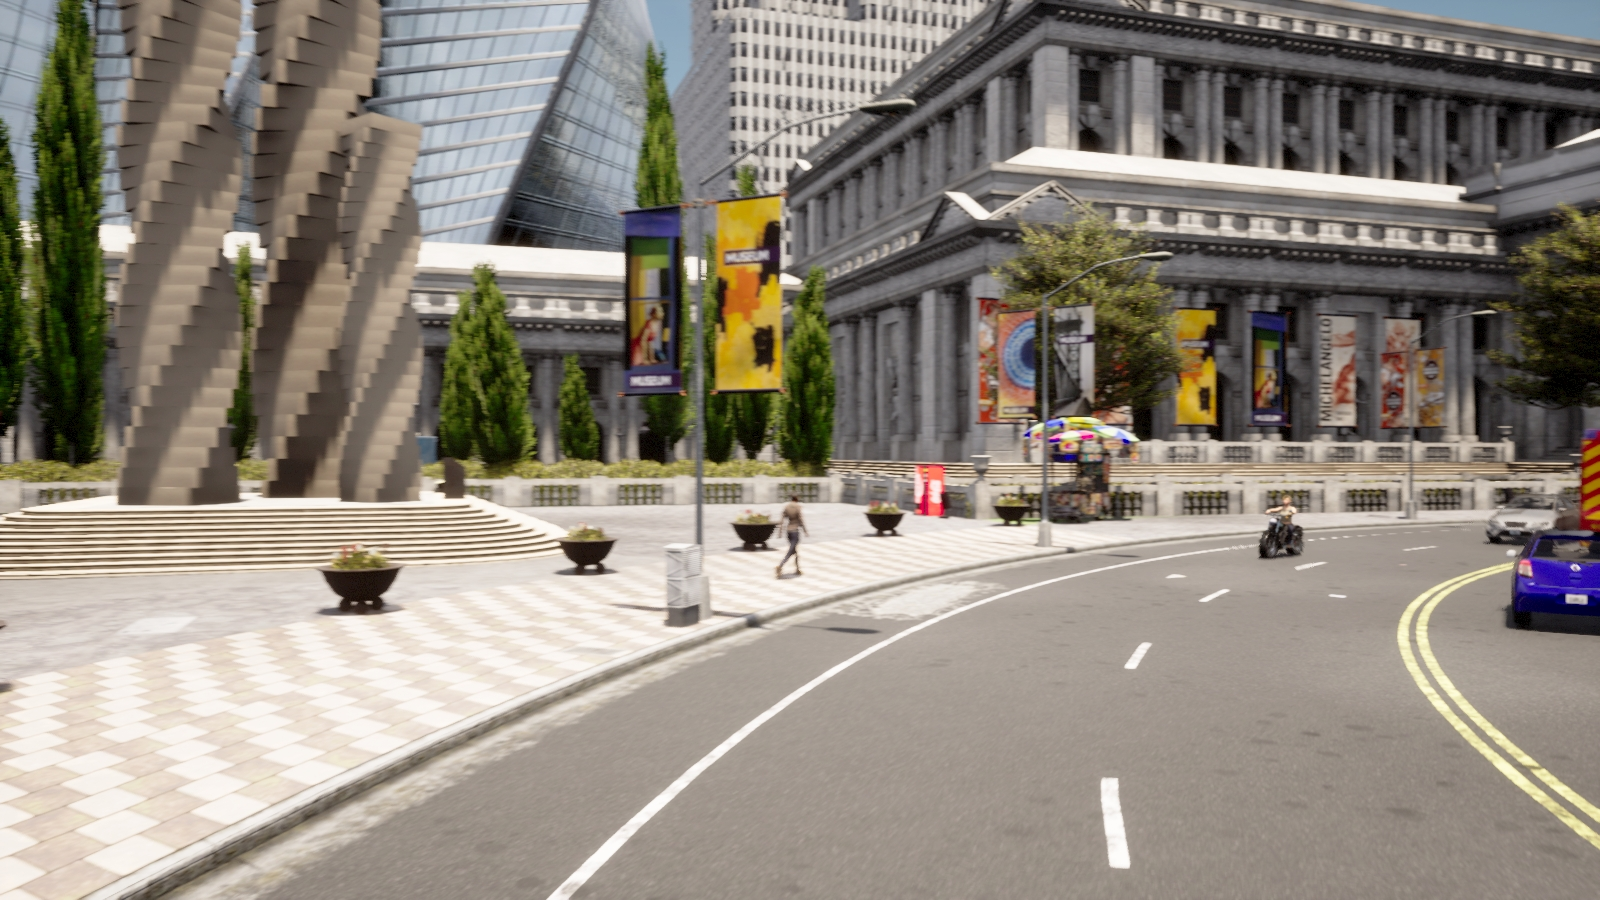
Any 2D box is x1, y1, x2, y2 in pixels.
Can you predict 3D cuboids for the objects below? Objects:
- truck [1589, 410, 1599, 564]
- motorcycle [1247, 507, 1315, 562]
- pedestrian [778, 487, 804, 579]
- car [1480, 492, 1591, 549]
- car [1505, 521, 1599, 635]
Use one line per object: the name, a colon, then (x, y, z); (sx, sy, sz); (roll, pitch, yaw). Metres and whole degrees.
truck: (24.021, 0.925, 29.942); (8.468, 3.827, 2.891); (0, 0, -36)
motorcycle: (12.603, 2.188, 29.903); (2.356, 1.277, 0.764); (0, 0, -44)
pedestrian: (-0.189, 1.696, 23.598); (0.375, 1.860, 0.375); (0, 0, 36)
car: (22.423, 2.098, 34.775); (4.193, 1.474, 1.816); (0, 0, -42)
car: (12.848, 2.057, 19.042); (1.845, 1.501, 3.633); (0, 0, 32)
